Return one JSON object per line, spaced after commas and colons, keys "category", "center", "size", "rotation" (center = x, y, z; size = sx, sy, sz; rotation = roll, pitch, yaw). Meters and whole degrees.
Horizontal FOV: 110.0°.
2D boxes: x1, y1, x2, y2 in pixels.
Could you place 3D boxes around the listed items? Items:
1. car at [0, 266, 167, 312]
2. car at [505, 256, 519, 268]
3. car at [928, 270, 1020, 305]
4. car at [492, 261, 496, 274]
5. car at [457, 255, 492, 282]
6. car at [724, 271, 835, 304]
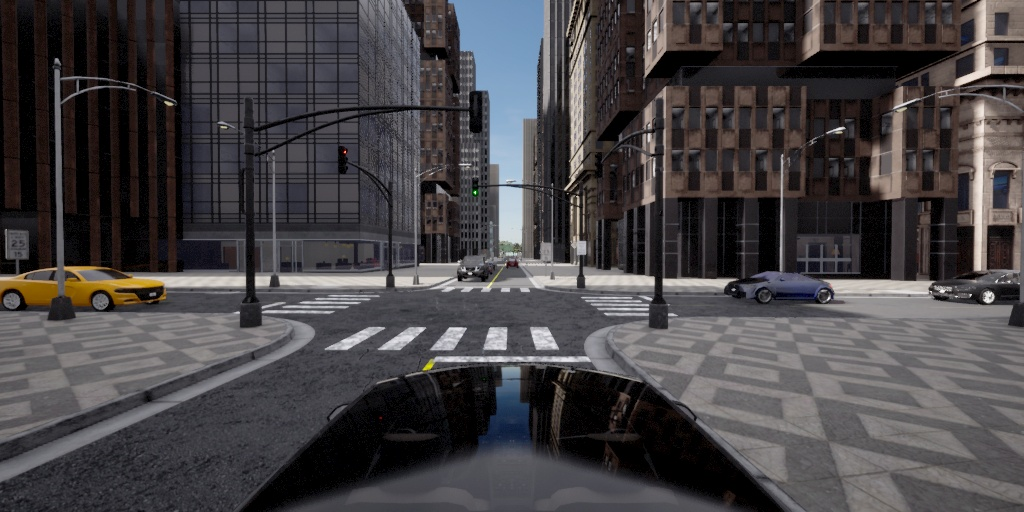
{"category": "car", "center": [-15.803, 1.133, 13.289], "size": [5.008, 1.535, 1.882], "rotation": [0, 1, 0]}
{"category": "car", "center": [0.072, 1.196, 59.154], "size": [1.882, 1.535, 5.008], "rotation": [0, 0, 0]}
{"category": "car", "center": [22.308, 1.409, 16.579], "size": [4.892, 1.490, 1.837], "rotation": [0, 1, 0]}
{"category": "car", "center": [-3.112, 1.300, 39.547], "size": [1.994, 1.385, 4.181], "rotation": [0, 0, 0]}
{"category": "car", "center": [-3.114, 0.964, 29.521], "size": [2.150, 2.045, 5.566], "rotation": [0, 0, 0]}
{"category": "car", "center": [12.226, 1.393, 16.556], "size": [4.181, 1.385, 1.994], "rotation": [0, 1, 0]}
